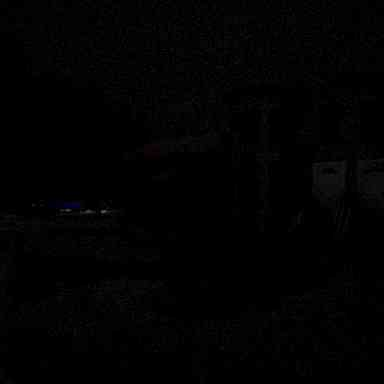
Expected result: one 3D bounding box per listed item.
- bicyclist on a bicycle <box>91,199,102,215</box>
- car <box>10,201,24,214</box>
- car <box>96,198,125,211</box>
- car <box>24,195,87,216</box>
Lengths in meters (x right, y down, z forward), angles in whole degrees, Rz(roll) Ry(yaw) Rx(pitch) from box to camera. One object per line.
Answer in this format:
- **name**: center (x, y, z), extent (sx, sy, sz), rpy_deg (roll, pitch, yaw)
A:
- **bicyclist on a bicycle**: center (-9.289, 1.456, 32.247), extent (1.656, 1.620, 0.582), rpy_deg (0, 1, 36)
- **car**: center (-16.718, 1.369, 36.327), extent (2.150, 2.045, 5.566), rpy_deg (0, 0, 36)
- **car**: center (-10.661, 1.625, 44.631), extent (1.882, 1.535, 5.008), rpy_deg (0, 0, 36)
- **car**: center (-13.438, 1.351, 33.690), extent (2.150, 2.045, 5.566), rpy_deg (0, 0, 36)
